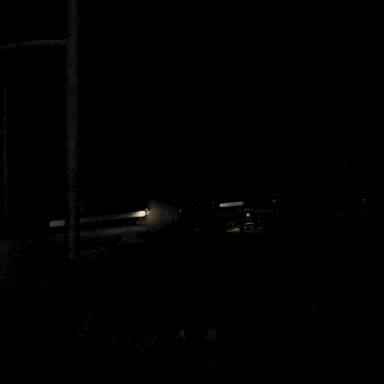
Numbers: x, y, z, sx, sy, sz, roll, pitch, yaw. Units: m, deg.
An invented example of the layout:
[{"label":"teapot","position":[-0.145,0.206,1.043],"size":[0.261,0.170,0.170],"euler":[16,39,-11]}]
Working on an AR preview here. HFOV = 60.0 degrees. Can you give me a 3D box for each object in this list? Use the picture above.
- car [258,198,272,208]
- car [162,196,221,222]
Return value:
[{"label":"car","position":[8.291,0.758,32.144],"size":[1.882,1.535,5.008],"euler":[0,1,43]},{"label":"car","position":[0.058,1.087,22.968],"size":[2.128,1.511,4.902],"euler":[0,3,41]}]
